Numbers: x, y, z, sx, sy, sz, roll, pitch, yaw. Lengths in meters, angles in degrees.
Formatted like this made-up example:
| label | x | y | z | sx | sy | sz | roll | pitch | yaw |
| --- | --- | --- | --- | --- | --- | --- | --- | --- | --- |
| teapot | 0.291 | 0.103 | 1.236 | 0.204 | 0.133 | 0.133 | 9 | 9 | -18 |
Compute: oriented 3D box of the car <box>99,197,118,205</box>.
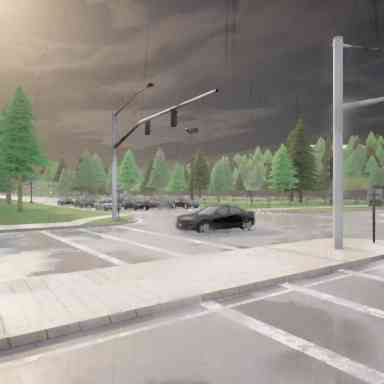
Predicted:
| label | x | y | z | sx | sy | sz | roll | pitch | yaw |
| --- | --- | --- | --- | --- | --- | --- | --- | --- | --- |
| car | -14.902 | 1.564 | 59.237 | 1.994 | 1.385 | 4.181 | 0 | 0 | -35 |

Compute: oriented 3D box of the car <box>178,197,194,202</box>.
| label | x | y | z | sx | sy | sz | roll | pitch | yaw |
| --- | --- | --- | --- | --- | --- | --- | --- | --- | --- |
| car | -0.958 | 1.505 | 45.402 | 1.837 | 1.490 | 4.892 | 0 | 0 | -35 |

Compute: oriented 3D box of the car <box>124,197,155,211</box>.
| label | x | y | z | sx | sy | sz | roll | pitch | yaw |
| --- | --- | --- | --- | --- | --- | --- | --- | --- | --- |
| car | -7.159 | 1.547 | 42.050 | 2.033 | 1.411 | 5.357 | 0 | 0 | -35 |

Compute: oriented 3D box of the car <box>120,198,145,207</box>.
| label | x | y | z | sx | sy | sz | roll | pitch | yaw |
| --- | --- | --- | --- | --- | --- | --- | --- | --- | --- |
| car | -9.193 | 1.601 | 51.051 | 1.895 | 1.301 | 4.718 | 0 | 0 | -35 |

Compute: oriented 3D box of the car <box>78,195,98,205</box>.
| label | x | y | z | sx | sy | sz | roll | pitch | yaw |
| --- | --- | --- | --- | --- | --- | --- | --- | --- | --- |
| car | -18.084 | 1.352 | 57.671 | 2.097 | 1.767 | 4.553 | 0 | 0 | -35 |

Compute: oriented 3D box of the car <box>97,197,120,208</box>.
| label | x | y | z | sx | sy | sz | roll | pitch | yaw |
| --- | --- | --- | --- | --- | --- | --- | --- | --- | --- |
| car | -12.520 | 1.526 | 49.702 | 1.812 | 1.442 | 4.674 | 0 | 0 | -35 |

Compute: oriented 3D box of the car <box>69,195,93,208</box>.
| label | x | y | z | sx | sy | sz | roll | pitch | yaw |
| --- | --- | --- | --- | --- | --- | --- | --- | --- | --- |
| car | -15.744 | 1.547 | 48.199 | 2.033 | 1.411 | 5.357 | 0 | 0 | -35 |

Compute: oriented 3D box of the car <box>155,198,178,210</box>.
| label | x | y | z | sx | sy | sz | roll | pitch | yaw |
| --- | --- | --- | --- | --- | --- | --- | --- | --- | --- |
| car | -4.171 | 1.564 | 43.887 | 1.994 | 1.385 | 4.181 | 0 | 0 | -35 |

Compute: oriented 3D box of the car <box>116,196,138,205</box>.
| label | x | y | z | sx | sy | sz | roll | pitch | yaw |
| --- | --- | --- | --- | --- | --- | --- | --- | --- | --- |
| car | -12.047 | 1.547 | 61.274 | 2.033 | 1.411 | 5.357 | 0 | 0 | -34 |

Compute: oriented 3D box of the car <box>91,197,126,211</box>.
| label | x | y | z | sx | sy | sz | roll | pitch | yaw |
| --- | --- | --- | --- | --- | --- | --- | --- | --- | --- |
| car | -10.203 | 1.601 | 40.296 | 1.895 | 1.301 | 4.718 | 0 | 0 | -35 |

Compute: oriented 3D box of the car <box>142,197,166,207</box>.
| label | x | y | z | sx | sy | sz | roll | pitch | yaw |
| --- | --- | --- | --- | --- | --- | --- | --- | --- | --- |
| car | -6.048 | 1.564 | 52.676 | 1.994 | 1.385 | 4.181 | 0 | 0 | -35 |

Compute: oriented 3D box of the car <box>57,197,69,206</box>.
| label | x | y | z | sx | sy | sz | roll | pitch | yaw |
| --- | --- | --- | --- | --- | --- | --- | --- | --- | --- |
| car | -21.447 | 1.564 | 56.376 | 1.994 | 1.385 | 4.181 | 0 | 0 | -35 |

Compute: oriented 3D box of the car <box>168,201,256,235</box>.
| label | x | y | z | sx | sy | sz | roll | pitch | yaw |
| --- | --- | --- | --- | --- | --- | --- | --- | --- | --- |
| car | 1.417 | 1.477 | 19.016 | 5.008 | 1.535 | 1.882 | 0 | 0 | -35 |
